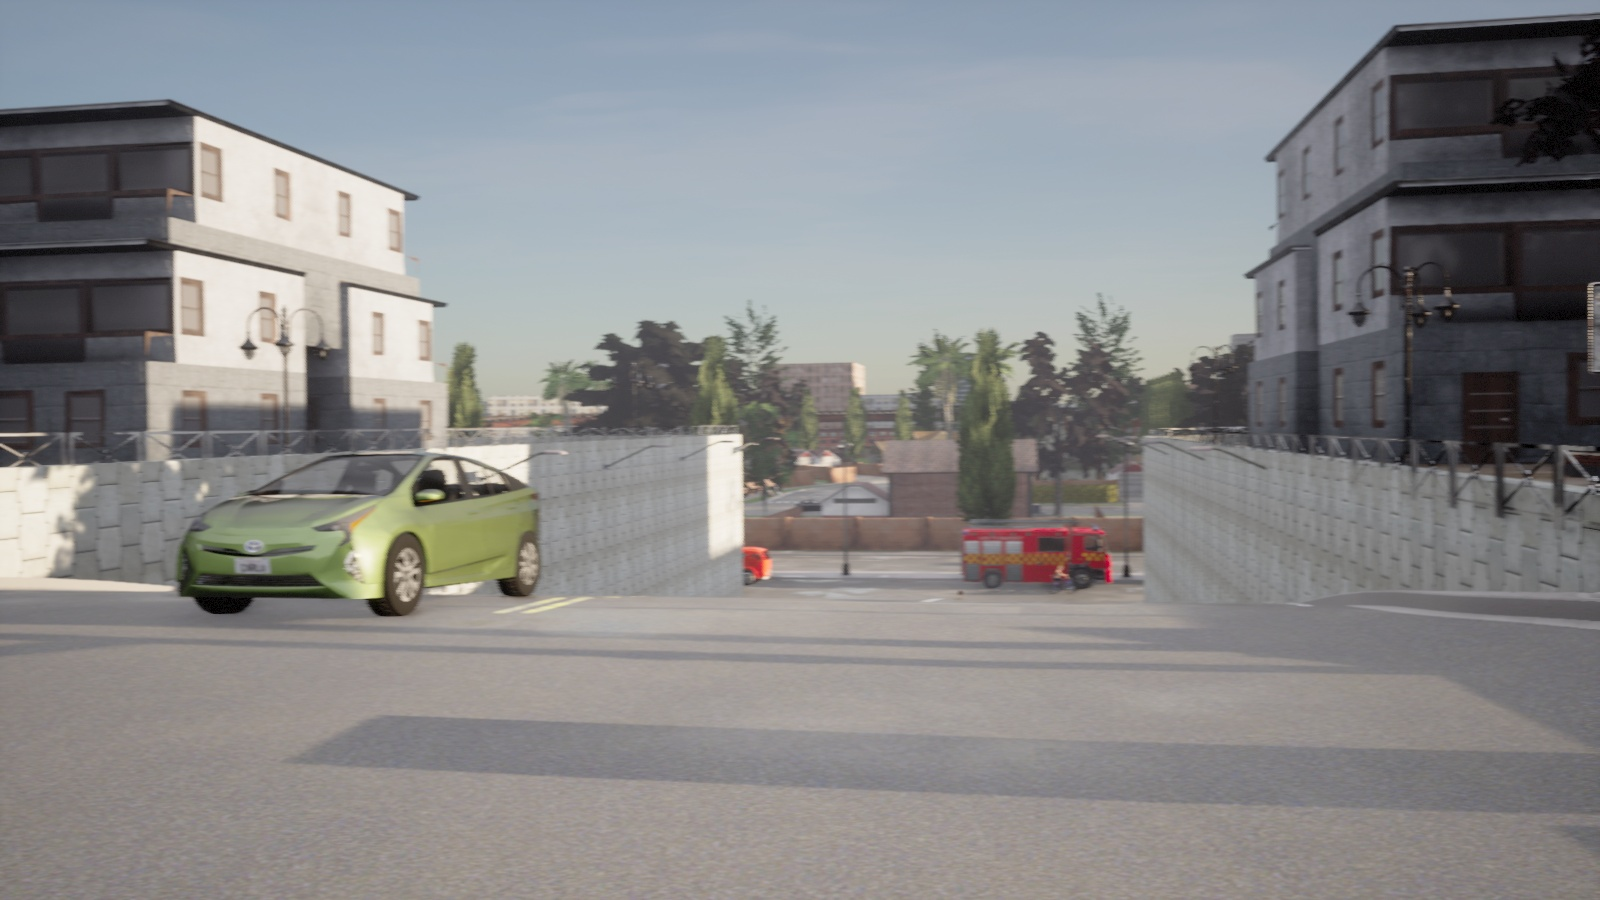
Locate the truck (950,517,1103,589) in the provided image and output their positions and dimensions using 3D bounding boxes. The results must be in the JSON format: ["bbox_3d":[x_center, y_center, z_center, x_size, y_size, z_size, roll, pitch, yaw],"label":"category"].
[{"bbox_3d":[13.074,5.928,72.843,8.468,3.827,2.891,-1,1,9],"label":"truck"}]

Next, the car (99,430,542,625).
[{"bbox_3d":[-4.296,0.740,12.226,2.007,1.525,4.514,-1,-3,9],"label":"car"}]

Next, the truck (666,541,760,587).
[{"bbox_3d":[-5.224,6.866,75.900,5.204,2.467,2.627,-1,1,9],"label":"truck"}]
